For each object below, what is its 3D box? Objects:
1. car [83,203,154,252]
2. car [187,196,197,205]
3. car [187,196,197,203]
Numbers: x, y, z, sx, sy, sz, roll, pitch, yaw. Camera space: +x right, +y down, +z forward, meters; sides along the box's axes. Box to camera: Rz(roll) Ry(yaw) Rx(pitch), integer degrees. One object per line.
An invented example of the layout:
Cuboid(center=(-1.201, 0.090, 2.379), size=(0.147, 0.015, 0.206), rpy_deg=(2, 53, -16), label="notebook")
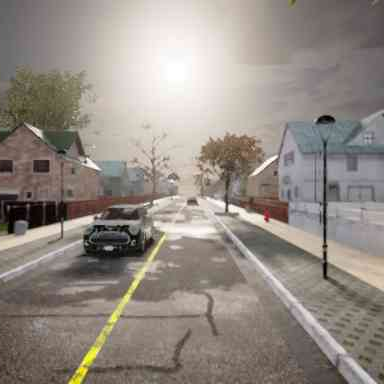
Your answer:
Cuboid(center=(-2.810, 1.313, 13.560), size=(2.097, 1.767, 4.553), rpy_deg=(0, 0, 0), label="car")
Cuboid(center=(0.027, 1.431, 57.166), size=(2.033, 1.411, 5.357), rpy_deg=(0, 0, 0), label="car")
Cuboid(center=(0.032, 1.466, 67.620), size=(1.895, 1.301, 4.718), rpy_deg=(0, 0, 0), label="car")
